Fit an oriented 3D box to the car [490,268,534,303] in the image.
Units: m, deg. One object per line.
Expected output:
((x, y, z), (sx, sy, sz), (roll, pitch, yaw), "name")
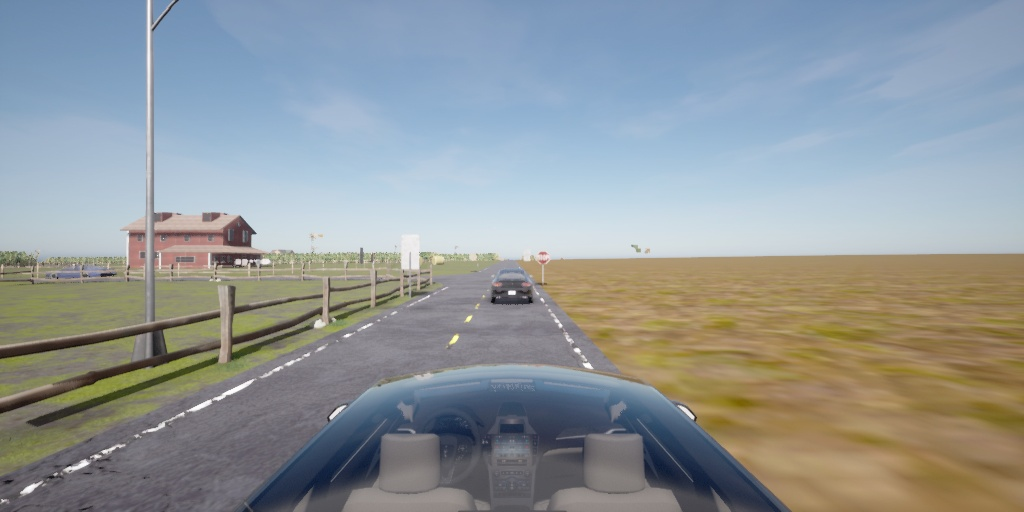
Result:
((0.000, 1.288, 16.500), (1.812, 1.442, 4.674), (0, 0, 0), "car")

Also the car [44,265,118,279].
((-41.860, 1.565, 34.925), (5.357, 1.411, 2.033), (0, -1, 0), "car")
